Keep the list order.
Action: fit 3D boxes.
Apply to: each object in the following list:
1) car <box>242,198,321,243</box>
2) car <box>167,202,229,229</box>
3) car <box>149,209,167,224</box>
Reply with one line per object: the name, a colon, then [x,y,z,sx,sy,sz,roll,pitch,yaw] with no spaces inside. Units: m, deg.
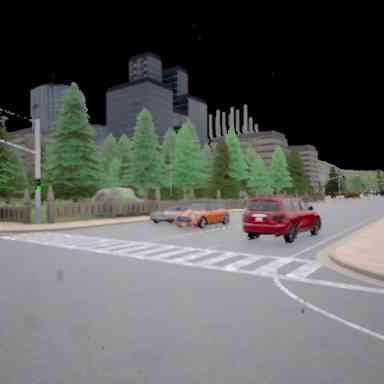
car: [4.623,1.285,16.716,2.150,2.045,5.566,-1,0,39]
car: [0.704,1.491,23.131,2.097,1.767,4.553,-1,0,35]
car: [-1.255,1.778,26.419,1.895,1.301,4.718,-1,0,35]
